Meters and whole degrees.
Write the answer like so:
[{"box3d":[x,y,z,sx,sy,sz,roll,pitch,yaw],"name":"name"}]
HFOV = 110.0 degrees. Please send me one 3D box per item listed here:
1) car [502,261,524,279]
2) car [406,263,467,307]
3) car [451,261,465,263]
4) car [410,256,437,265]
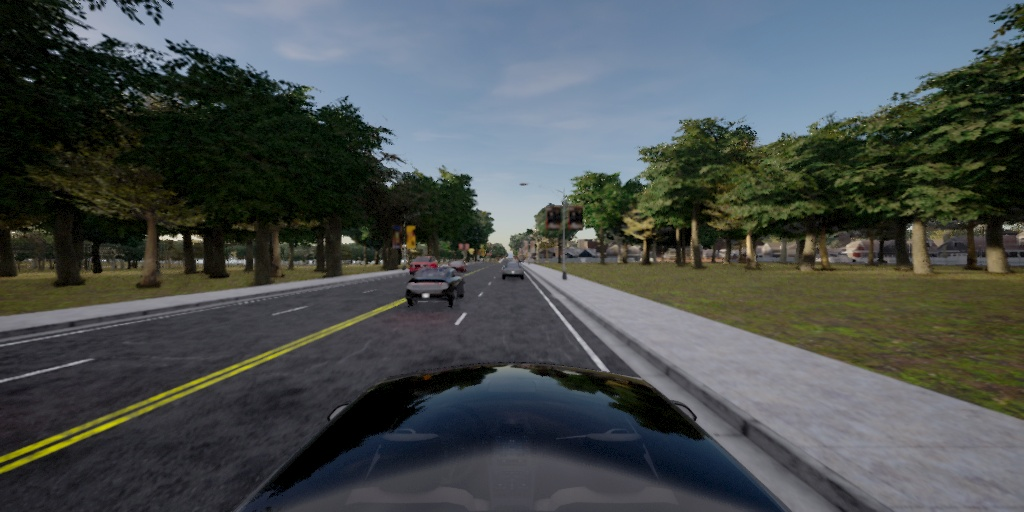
[{"box3d":[0.095,1.343,32.743,1.994,1.385,4.181,0,0,0],"name":"car"},{"box3d":[-3.150,1.243,15.516,2.128,1.511,4.902,0,0,0],"name":"car"},{"box3d":[-6.588,1.286,43.155,1.882,1.535,5.008,0,0,0],"name":"car"},{"box3d":[-9.845,1.017,40.153,2.150,2.045,5.566,0,0,0],"name":"car"}]
